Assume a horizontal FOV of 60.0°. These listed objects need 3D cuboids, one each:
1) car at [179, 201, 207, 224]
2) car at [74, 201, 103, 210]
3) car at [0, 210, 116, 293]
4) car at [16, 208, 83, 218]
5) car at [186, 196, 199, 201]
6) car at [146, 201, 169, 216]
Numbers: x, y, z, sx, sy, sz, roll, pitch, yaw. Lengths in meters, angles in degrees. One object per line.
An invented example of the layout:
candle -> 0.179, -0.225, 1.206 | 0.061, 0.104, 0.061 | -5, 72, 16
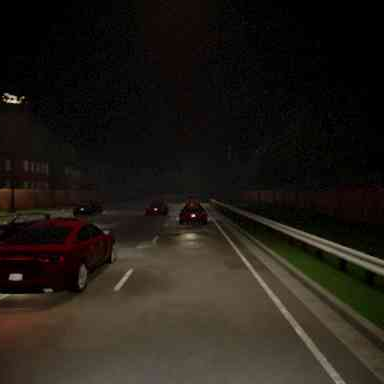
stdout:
car -> 0.091, 1.588, 24.714 | 1.994, 1.385, 4.181 | 0, 0, 0
car -> -10.408, 1.596, 33.583 | 1.994, 1.385, 4.181 | 0, 0, 0
car -> -3.402, 1.486, 8.902 | 1.882, 1.535, 5.008 | 0, 0, 0
car -> -6.905, 1.615, 15.351 | 1.895, 1.301, 4.718 | 0, 0, 0
car -> 0.087, 1.401, 52.339 | 2.097, 1.767, 4.553 | 0, 0, 0
car -> -3.411, 1.596, 33.272 | 1.994, 1.385, 4.181 | 0, 0, 0
